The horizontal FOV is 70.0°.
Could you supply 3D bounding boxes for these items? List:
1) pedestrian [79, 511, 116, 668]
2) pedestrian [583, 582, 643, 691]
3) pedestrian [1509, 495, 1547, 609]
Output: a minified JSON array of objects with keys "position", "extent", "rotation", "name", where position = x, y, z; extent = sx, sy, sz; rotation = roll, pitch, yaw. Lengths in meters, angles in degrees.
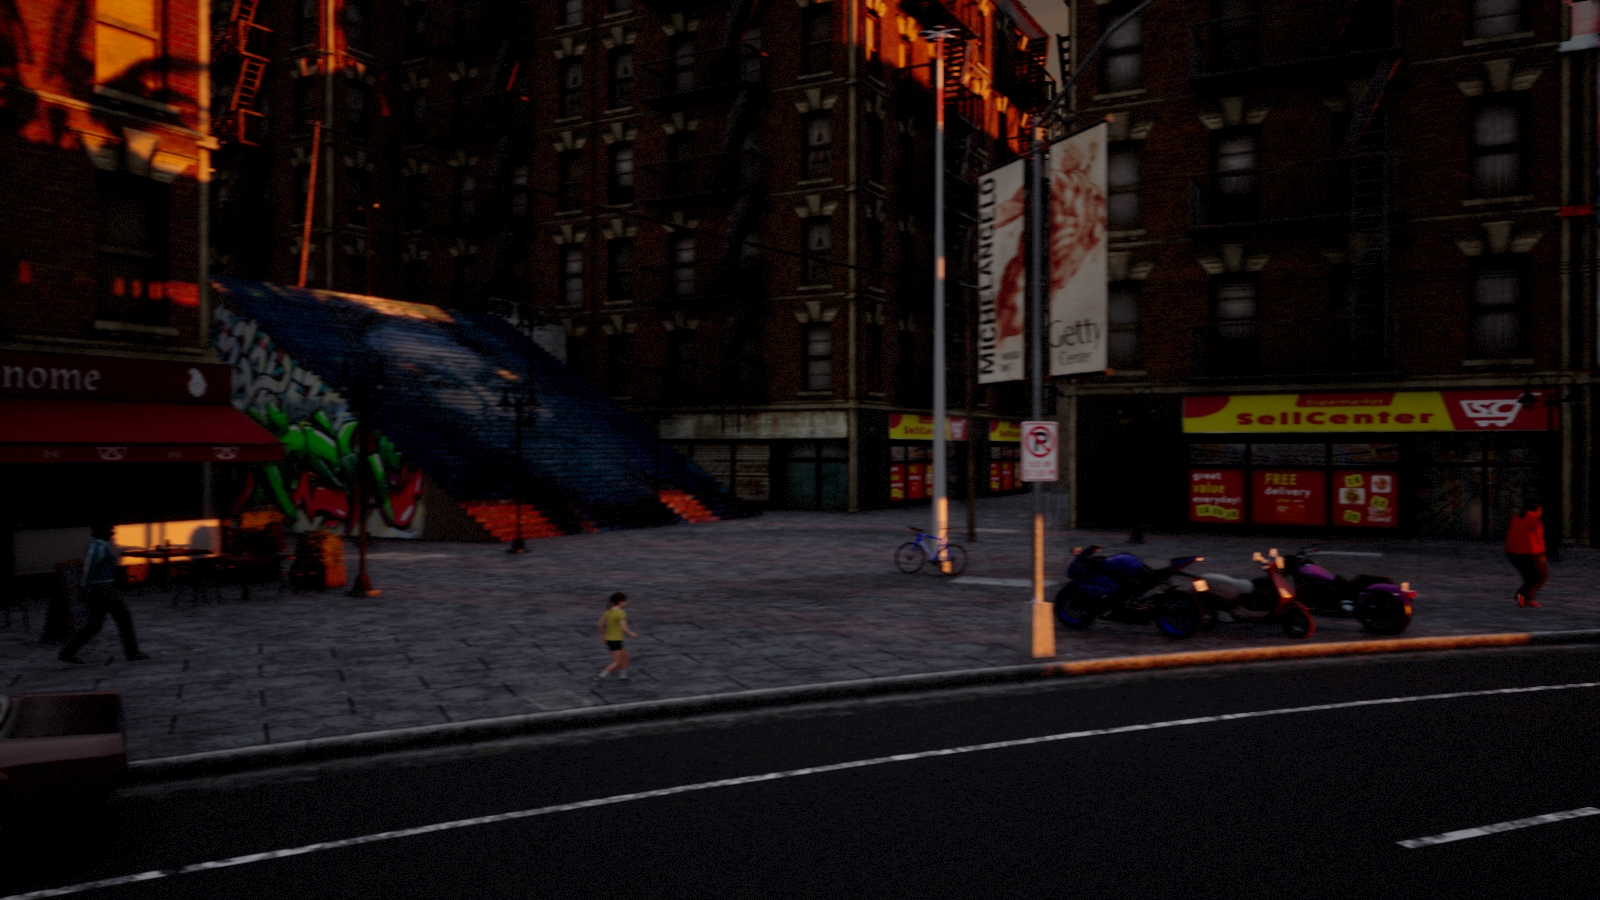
[{"position":[-8.580,1.686,13.961],"extent":[0.375,1.860,0.375],"rotation":[0,0,-30],"name":"pedestrian"},{"position":[-2.095,2.068,12.763],"extent":[0.500,1.100,0.500],"rotation":[0,0,-34],"name":"pedestrian"},{"position":[12.098,1.690,18.996],"extent":[0.375,1.860,0.375],"rotation":[0,0,-4],"name":"pedestrian"}]
